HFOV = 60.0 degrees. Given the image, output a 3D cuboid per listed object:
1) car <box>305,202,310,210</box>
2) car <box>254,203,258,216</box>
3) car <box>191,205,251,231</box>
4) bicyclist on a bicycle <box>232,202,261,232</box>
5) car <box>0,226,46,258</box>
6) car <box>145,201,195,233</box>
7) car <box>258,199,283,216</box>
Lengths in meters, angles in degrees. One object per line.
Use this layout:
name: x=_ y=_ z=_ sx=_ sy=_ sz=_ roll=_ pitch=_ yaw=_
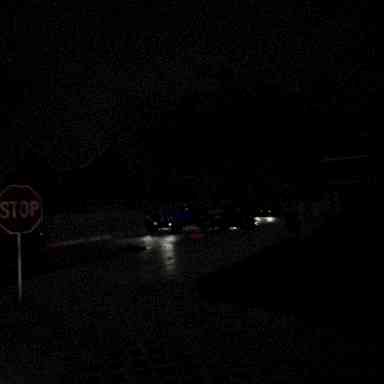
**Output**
car: x=17.342 y=2.173 z=49.300 sx=1.882 sy=1.535 sz=5.008 roll=-4 pitch=-3 yaw=30
car: x=4.355 y=2.065 z=32.479 sx=2.128 sy=1.511 sz=4.902 roll=-4 pitch=-3 yaw=30
car: x=2.163 y=1.763 z=22.666 sx=1.882 sy=1.535 sz=5.008 roll=-4 pitch=-3 yaw=29
bicyclist on a bicycle: x=2.938 y=1.381 z=18.241 sx=1.656 sy=1.620 sz=0.582 roll=-4 pitch=-3 yaw=30
car: x=-7.742 y=1.832 z=12.106 sx=1.812 sy=1.442 sz=4.674 roll=-4 pitch=-3 yaw=35
car: x=-0.959 y=1.665 z=23.221 sx=2.150 sy=2.045 sz=5.566 roll=-4 pitch=-3 yaw=29
car: x=9.653 y=1.934 z=41.719 sx=2.150 sy=2.045 sz=5.566 roll=-4 pitch=-3 yaw=32
